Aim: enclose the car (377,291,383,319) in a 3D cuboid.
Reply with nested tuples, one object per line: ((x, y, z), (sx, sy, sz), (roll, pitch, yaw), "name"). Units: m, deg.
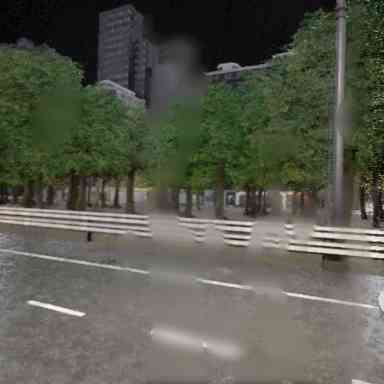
((5.223, 1.825, 4.533), (4.718, 1.301, 1.895), (1, -1, 27), "car")
